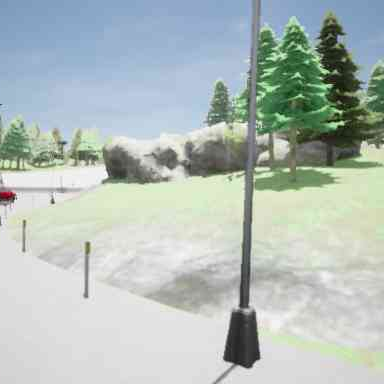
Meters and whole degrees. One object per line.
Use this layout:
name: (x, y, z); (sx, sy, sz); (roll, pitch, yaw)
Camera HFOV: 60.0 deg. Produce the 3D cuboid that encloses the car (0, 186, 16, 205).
car: (-21.526, 0.307, 36.826); (2.150, 2.045, 5.566); (2, 1, -7)
